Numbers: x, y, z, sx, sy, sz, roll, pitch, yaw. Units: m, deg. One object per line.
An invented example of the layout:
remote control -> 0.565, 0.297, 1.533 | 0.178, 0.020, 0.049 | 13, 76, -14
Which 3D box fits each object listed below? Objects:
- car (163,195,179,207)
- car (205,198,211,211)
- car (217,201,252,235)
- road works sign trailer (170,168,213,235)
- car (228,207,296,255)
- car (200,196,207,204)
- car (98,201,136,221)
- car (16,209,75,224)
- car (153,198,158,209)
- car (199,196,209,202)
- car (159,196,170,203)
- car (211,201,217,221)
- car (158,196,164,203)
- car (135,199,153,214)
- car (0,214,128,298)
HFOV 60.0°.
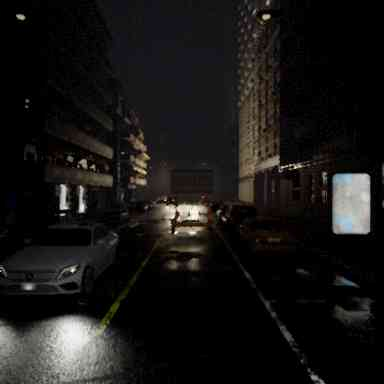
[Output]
car -> -3.077, 1.521, 52.868 | 1.837, 1.490, 4.892 | 0, 0, 0
car -> 2.681, 1.571, 35.611 | 1.947, 1.339, 4.313 | 0, 0, 0
car -> 2.685, 1.441, 18.665 | 1.967, 1.590, 4.097 | 0, 0, 0
road works sign trailer -> -0.005, 0.465, 18.824 | 2.380, 3.560, 2.880 | 0, 0, 0
car -> 2.686, 1.526, 13.187 | 1.752, 1.417, 4.829 | 0, 0, 0
car -> 2.674, 1.568, 63.854 | 1.887, 1.381, 4.507 | 0, 0, 0
car -> -5.697, 1.552, 24.312 | 2.008, 1.369, 4.403 | 0, 0, 0
car -> -5.694, 1.440, 13.016 | 1.967, 1.590, 4.097 | 0, 0, 0
car -> -5.701, 1.533, 41.088 | 1.752, 1.417, 4.829 | 0, 0, 0
car -> 2.671, 1.584, 75.151 | 2.008, 1.369, 4.403 | 0, 0, 0
car -> -5.708, 1.609, 69.500 | 1.802, 1.307, 4.206 | 0, 0, 0
car -> 2.683, 1.552, 24.315 | 2.008, 1.369, 4.403 | 0, 0, 0
car -> -5.706, 1.463, 63.852 | 1.967, 1.590, 4.097 | 0, 0, 0
car -> -5.700, 1.571, 35.609 | 1.947, 1.339, 4.313 | 0, 0, 0
car -> -3.103, 1.526, 8.642 | 1.812, 1.442, 4.674 | 0, 0, 0
